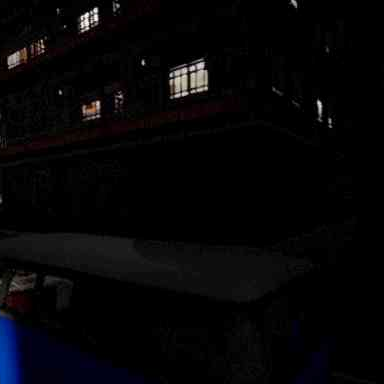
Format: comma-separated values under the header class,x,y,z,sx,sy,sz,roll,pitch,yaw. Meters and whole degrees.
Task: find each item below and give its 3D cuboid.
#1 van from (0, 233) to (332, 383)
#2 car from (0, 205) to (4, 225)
class,x,y,z,sx,sy,sz,roll,pitch,yaw
van,-0.751,1.373,3.242,3.998,1.788,1.690,-1,-2,36
car,-13.290,1.779,25.977,2.008,1.369,4.403,-2,-1,36
